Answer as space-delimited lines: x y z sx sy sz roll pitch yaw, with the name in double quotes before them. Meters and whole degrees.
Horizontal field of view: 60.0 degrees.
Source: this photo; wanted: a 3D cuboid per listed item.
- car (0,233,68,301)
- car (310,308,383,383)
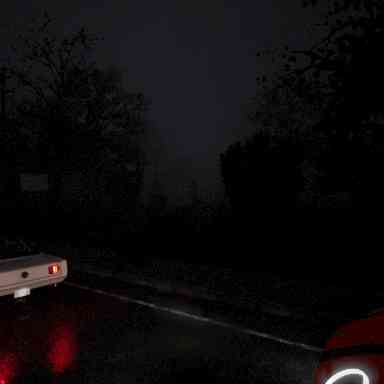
"car" -4.995 1.601 7.542 4.718 1.301 1.895 0 0 35
"car" 3.029 1.352 1.867 4.553 1.767 2.097 0 0 35
